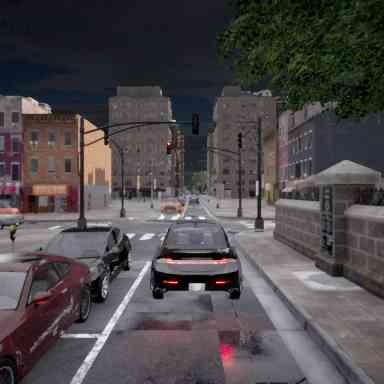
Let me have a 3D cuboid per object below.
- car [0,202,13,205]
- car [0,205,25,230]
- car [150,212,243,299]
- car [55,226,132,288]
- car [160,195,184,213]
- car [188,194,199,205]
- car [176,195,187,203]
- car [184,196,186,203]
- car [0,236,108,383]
[{"bbox_3d":[-14.978,1.499,24.031,4.553,1.767,2.097,-1,0,0],"label":"car"},{"bbox_3d":[-13.309,1.730,21.142,4.718,1.301,1.895,-1,0,0],"label":"car"},{"bbox_3d":[0.095,1.491,8.406,2.128,1.511,4.902,0,0,0],"label":"car"},{"bbox_3d":[-2.627,1.566,8.228,1.947,1.339,4.313,0,0,0],"label":"car"},{"bbox_3d":[-2.240,1.347,35.749,2.097,1.767,4.553,0,0,0],"label":"car"},{"bbox_3d":[0.360,1.514,60.437,1.812,1.442,4.674,0,0,0],"label":"car"},{"bbox_3d":[-2.142,1.478,69.248,2.128,1.511,4.902,0,0,0],"label":"car"},{"bbox_3d":[-2.234,1.556,50.737,1.994,1.385,4.181,0,0,0],"label":"car"},{"bbox_3d":[-2.631,1.582,4.565,1.802,1.307,4.206,0,0,0],"label":"car"}]
